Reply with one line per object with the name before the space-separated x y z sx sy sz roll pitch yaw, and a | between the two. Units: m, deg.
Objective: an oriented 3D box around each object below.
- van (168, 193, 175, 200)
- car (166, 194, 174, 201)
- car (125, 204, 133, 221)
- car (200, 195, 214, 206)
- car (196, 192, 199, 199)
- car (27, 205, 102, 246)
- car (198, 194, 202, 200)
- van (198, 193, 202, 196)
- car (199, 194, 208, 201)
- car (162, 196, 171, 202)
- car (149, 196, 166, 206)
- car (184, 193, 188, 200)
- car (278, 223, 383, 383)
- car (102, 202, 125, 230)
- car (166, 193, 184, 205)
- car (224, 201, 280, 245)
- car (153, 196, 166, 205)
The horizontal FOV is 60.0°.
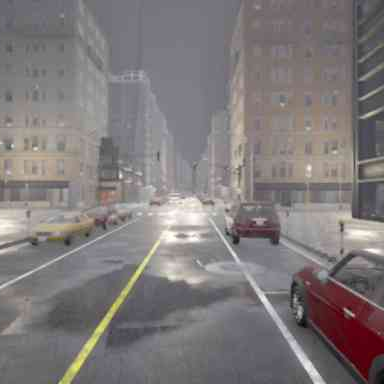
van | -5.820 1.326 93.542 1.690 1.788 3.998 1 0 0
car | -5.822 1.424 87.869 1.967 1.590 4.097 1 0 0
car | -5.842 1.517 26.642 1.752 1.417 4.829 1 0 0
car | 2.692 1.568 53.820 1.802 1.307 4.206 1 0 0
car | 2.701 1.298 76.514 2.192 1.841 5.009 1 0 0
car | -5.845 1.521 15.393 1.752 1.417 4.829 1 0 0
car | 2.695 1.566 65.167 1.802 1.307 4.206 1 0 0
van | 2.699 1.324 70.841 1.690 1.788 3.998 1 0 0
car | 2.693 1.566 59.494 1.802 1.307 4.206 1 0 0
car | -5.827 1.565 76.524 1.802 1.307 4.206 1 0 0
car | -5.834 1.530 53.832 1.887 1.381 4.507 1 0 0
car | -2.972 1.210 91.068 2.150 2.045 5.566 0 0 0
car | 2.678 1.439 4.303 1.967 1.590 4.097 1 0 0
car | -5.843 1.538 21.188 1.887 1.381 4.507 1 0 0
car | -2.982 1.262 58.992 2.150 2.045 5.566 0 2 0
car | 2.683 1.310 15.552 2.192 1.841 5.009 1 0 0
car | -5.832 1.529 59.505 1.887 1.381 4.507 1 0 0
